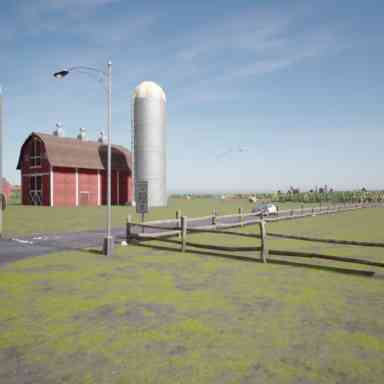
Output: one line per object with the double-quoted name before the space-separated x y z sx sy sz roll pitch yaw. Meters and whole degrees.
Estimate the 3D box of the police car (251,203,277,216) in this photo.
"police car" 9.002 2.167 41.225 2.038 1.542 4.974 -1 -1 35
